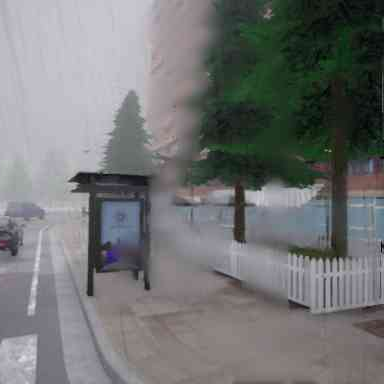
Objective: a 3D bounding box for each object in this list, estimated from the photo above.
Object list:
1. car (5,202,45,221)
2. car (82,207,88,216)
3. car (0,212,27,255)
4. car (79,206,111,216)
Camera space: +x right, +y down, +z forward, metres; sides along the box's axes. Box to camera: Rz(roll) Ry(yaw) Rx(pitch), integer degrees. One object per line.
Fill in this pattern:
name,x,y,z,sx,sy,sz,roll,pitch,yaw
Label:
car,-18.593,2.145,37.308,2.150,2.045,5.566,1,-3,1
car,-13.263,2.812,47.818,2.128,1.511,4.902,0,-2,16
car,-8.501,1.837,14.502,1.837,1.490,4.892,1,-2,-24
car,-15.252,2.934,52.495,2.128,1.511,4.902,0,-2,23
